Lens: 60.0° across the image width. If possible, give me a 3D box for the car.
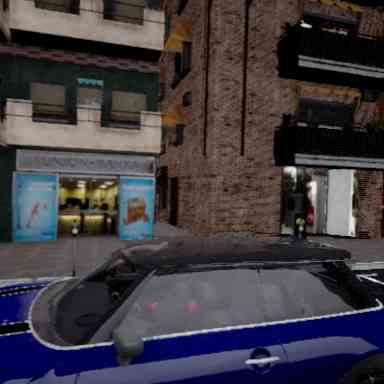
[{"bbox_3d":[-0.284,1.263,3.248,4.553,1.767,2.097,1,1,-16],"label":"car"}]
